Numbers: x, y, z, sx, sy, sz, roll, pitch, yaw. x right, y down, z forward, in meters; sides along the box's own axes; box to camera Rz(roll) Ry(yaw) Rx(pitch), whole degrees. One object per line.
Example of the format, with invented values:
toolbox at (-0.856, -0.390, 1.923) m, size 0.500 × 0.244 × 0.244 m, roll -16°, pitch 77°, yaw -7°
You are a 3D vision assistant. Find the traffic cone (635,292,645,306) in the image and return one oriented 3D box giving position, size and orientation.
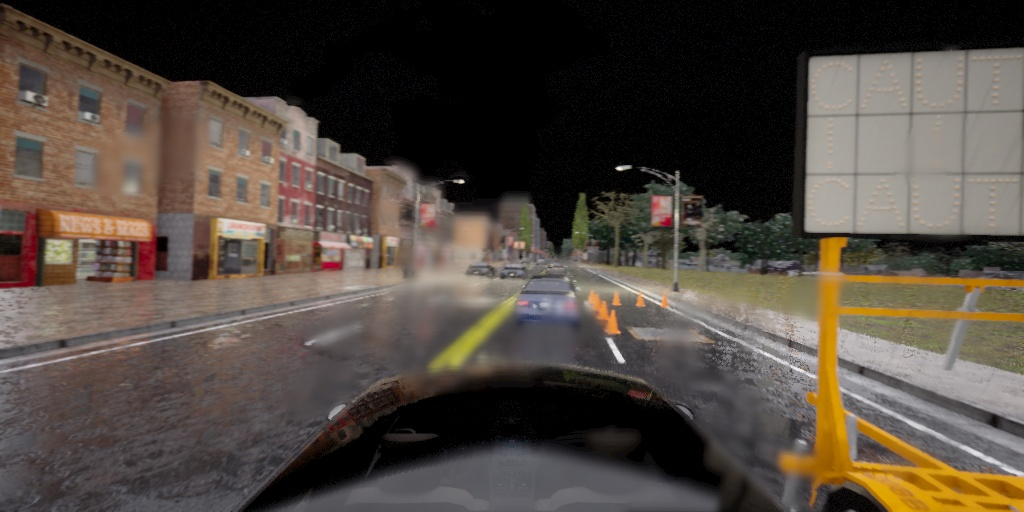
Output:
traffic cone at (5.523, 1.831, 15.438) m, size 0.340 × 0.580 × 0.340 m, roll 0°, pitch 0°, yaw 8°

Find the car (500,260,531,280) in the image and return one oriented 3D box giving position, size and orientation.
car at (0.266, 1.292, 30.364) m, size 1.994 × 1.385 × 4.181 m, roll 1°, pitch 0°, yaw 8°

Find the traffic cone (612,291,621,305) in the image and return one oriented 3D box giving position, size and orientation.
traffic cone at (4.532, 1.806, 15.572) m, size 0.340 × 0.580 × 0.340 m, roll 0°, pitch 0°, yaw 8°

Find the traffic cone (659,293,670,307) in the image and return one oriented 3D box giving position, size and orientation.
traffic cone at (6.513, 1.856, 15.305) m, size 0.340 × 0.580 × 0.340 m, roll 0°, pitch 0°, yaw 8°

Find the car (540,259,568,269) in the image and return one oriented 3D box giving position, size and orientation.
car at (3.954, 1.309, 31.910) m, size 2.128 × 1.511 × 4.902 m, roll 1°, pitch 0°, yaw 8°

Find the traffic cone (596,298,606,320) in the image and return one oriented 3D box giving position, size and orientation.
traffic cone at (3.009, 1.772, 11.741) m, size 0.340 × 0.580 × 0.340 m, roll 0°, pitch 0°, yaw 8°

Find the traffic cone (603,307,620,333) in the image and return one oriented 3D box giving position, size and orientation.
traffic cone at (2.742, 1.767, 9.759) m, size 0.340 × 0.580 × 0.340 m, roll 0°, pitch 0°, yaw 8°

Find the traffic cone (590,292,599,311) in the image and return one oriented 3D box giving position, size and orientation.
traffic cone at (3.275, 1.777, 13.723) m, size 0.340 × 0.580 × 0.340 m, roll 0°, pitch 0°, yaw 8°

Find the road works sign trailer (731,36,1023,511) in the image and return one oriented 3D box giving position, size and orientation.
road works sign trailer at (3.178, 0.293, 2.638) m, size 2.380 × 3.560 × 2.880 m, roll 0°, pitch 0°, yaw 8°

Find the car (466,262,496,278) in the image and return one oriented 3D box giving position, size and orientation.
car at (-2.727, 1.215, 32.482) m, size 1.994 × 1.385 × 4.181 m, roll 1°, pitch 0°, yaw 8°

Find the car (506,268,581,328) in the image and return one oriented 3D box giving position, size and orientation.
car at (1.221, 1.320, 11.589) m, size 2.033 × 1.411 × 5.357 m, roll 1°, pitch 0°, yaw 8°

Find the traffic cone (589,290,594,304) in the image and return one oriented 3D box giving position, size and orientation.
traffic cone at (3.542, 1.782, 15.705) m, size 0.340 × 0.580 × 0.340 m, roll 0°, pitch 0°, yaw 8°
